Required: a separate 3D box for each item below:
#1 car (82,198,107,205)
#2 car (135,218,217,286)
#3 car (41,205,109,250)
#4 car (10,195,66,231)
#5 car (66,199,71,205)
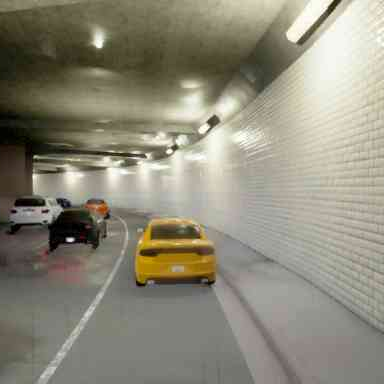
[{"bbox_3d":[-8.647,1.351,29.648,2.097,1.767,4.553,0,0,-19],"label":"car"},{"bbox_3d":[-0.553,1.477,9.496,1.882,1.535,5.008,0,0,-6],"label":"car"},{"bbox_3d":[-4.850,1.503,14.565,1.837,1.490,4.892,0,0,-9],"label":"car"},{"bbox_3d":[-9.568,1.225,20.831,2.150,2.045,5.566,0,0,-13],"label":"car"},{"bbox_3d":[-18.338,1.477,45.464,1.882,1.535,5.008,0,0,-43],"label":"car"}]
